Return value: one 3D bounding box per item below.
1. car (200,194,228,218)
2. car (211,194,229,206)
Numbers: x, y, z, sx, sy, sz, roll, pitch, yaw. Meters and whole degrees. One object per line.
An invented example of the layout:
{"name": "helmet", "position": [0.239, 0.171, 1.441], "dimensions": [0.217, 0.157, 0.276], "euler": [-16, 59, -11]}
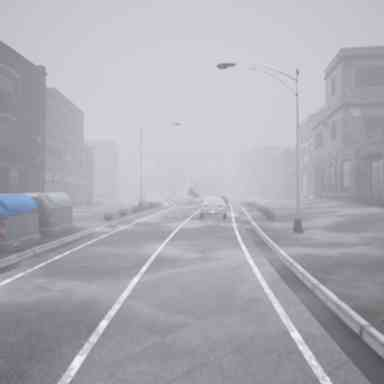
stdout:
{"name": "car", "position": [1.636, 1.061, 24.759], "dimensions": [1.812, 1.442, 4.674], "euler": [0, 1, 6]}
{"name": "car", "position": [3.596, 1.025, 42.798], "dimensions": [2.163, 1.488, 4.792], "euler": [0, -1, 6]}
